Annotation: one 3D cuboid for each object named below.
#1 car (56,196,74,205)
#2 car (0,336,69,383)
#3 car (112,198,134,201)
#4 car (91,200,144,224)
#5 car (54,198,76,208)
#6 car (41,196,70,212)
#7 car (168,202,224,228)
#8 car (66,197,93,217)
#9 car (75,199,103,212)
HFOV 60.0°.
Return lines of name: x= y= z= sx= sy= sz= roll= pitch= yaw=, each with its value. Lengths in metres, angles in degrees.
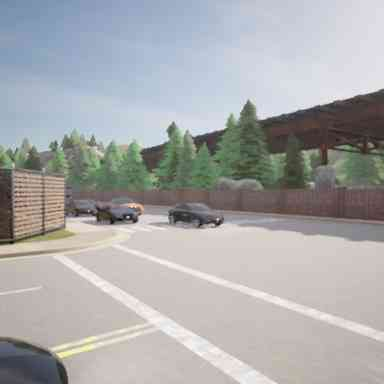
car: x=-23.568 y=1.469 z=61.607 sx=1.882 sy=1.535 sz=5.008 roll=0 pitch=0 yaw=-36
car: x=-3.017 y=1.527 z=1.591 sx=4.674 sy=1.442 sz=1.812 roll=0 pitch=0 yaw=-36
car: x=-6.358 y=1.345 z=31.601 sx=2.097 sy=1.767 sz=4.553 roll=0 pitch=0 yaw=-36
car: x=-5.593 y=1.559 z=24.582 sx=1.994 sy=1.385 sz=4.181 roll=0 pitch=0 yaw=-36
car: x=-18.551 y=1.558 z=48.458 sx=1.994 sy=1.385 sz=4.181 roll=0 pitch=0 yaw=-36
car: x=-16.013 y=1.347 z=38.940 sx=2.097 sy=1.767 sz=4.553 roll=0 pitch=0 yaw=-36
car: x=0.167 y=1.498 z=22.566 sx=1.837 sy=1.490 sz=4.892 roll=0 pitch=0 yaw=-36
car: x=-10.623 y=1.500 z=31.519 sx=1.837 sy=1.490 sz=4.892 roll=0 pitch=0 yaw=-36
car: x=-12.489 y=1.558 z=40.063 sx=1.994 sy=1.385 sz=4.181 roll=0 pitch=0 yaw=-36
